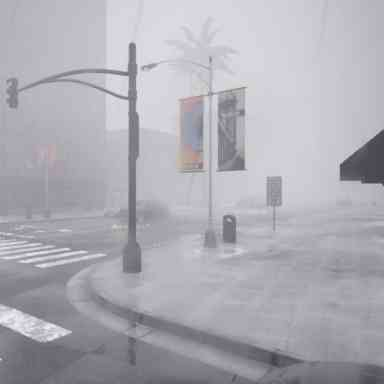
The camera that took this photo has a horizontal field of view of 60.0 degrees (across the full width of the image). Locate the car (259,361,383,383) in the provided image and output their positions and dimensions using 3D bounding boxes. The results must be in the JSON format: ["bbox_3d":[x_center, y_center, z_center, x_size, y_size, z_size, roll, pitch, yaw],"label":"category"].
[{"bbox_3d":[2.166,1.551,1.301,4.403,1.369,2.008,0,0,36],"label":"car"}]

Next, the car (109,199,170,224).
[{"bbox_3d":[-3.695,1.380,25.370,2.097,1.767,4.553,0,0,35],"label":"car"}]

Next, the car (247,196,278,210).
[{"bbox_3d":[9.852,1.623,44.495,2.033,1.411,5.357,0,0,36],"label":"car"}]

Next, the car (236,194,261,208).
[{"bbox_3d":[8.382,1.301,48.025,2.150,2.045,5.566,0,0,36],"label":"car"}]

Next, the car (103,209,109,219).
[{"bbox_3d":[-5.332,1.627,28.690,1.895,1.301,4.718,0,0,35],"label":"car"}]

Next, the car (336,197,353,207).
[{"bbox_3d":[24.754,1.621,54.046,2.128,1.511,4.902,0,0,35],"label":"car"}]
